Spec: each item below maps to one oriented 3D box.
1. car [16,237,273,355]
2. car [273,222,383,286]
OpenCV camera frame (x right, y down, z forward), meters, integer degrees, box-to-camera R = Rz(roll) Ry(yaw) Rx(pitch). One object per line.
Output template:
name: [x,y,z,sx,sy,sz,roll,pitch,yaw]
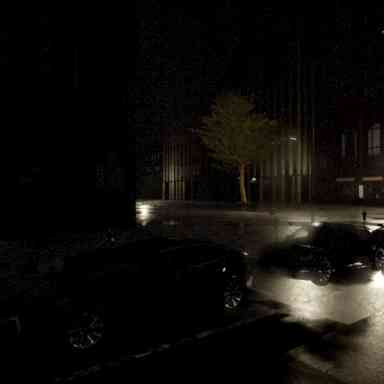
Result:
car: [-0.762,1.566,6.116,4.313,1.339,1.947,0,0,-36]
car: [3.817,1.566,9.402,4.313,1.339,1.947,0,0,-36]
